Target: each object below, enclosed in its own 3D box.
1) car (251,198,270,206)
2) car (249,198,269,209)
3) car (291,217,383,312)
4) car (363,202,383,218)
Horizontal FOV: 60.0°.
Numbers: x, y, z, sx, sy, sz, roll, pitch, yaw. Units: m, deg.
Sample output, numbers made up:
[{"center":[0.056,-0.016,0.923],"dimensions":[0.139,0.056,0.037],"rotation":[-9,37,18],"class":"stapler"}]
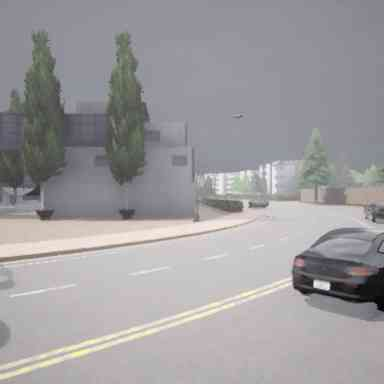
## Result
[{"center":[12.785,1.912,62.478],"dimensions":[2.033,1.411,5.357],"rotation":[0,0,-7],"class":"car"},{"center":[9.864,1.772,50.046],"dimensions":[1.882,1.535,5.008],"rotation":[0,-1,-3],"class":"car"},{"center":[4.038,1.561,7.802],"dimensions":[4.674,1.442,1.812],"rotation":[0,0,-45],"class":"car"},{"center":[15.244,1.614,26.962],"dimensions":[1.837,1.490,4.892],"rotation":[0,0,18],"class":"car"}]
